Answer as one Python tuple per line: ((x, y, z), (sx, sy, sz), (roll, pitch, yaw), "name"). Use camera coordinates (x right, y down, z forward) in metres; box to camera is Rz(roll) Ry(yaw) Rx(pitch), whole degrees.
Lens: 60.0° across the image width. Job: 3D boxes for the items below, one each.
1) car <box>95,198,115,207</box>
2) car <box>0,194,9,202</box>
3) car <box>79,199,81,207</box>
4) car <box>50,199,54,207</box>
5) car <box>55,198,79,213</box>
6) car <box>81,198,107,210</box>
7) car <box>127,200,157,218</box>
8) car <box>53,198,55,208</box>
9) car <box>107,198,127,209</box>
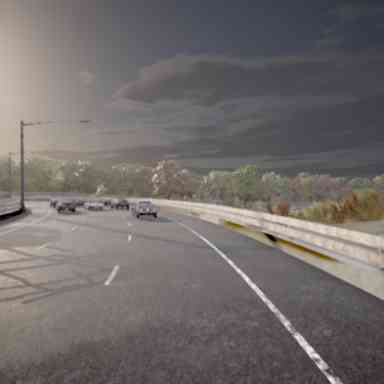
((-14.368, 1.677, 54.510), (1.895, 1.301, 4.718), (0, 0, -31), "car")
((-47.390, 1.519, 82.819), (5.566, 2.045, 2.150), (0, 0, 37), "car")
((-17.449, 1.699, 52.848), (1.895, 1.301, 4.718), (0, 0, -31), "car")
((-20.525, 1.598, 51.175), (1.882, 1.535, 5.008), (0, 0, -31), "car")
((-14.419, 1.589, 38.161), (1.837, 1.490, 4.892), (0, 0, -23), "car")
((-13.005, 1.672, 43.916), (1.895, 1.301, 4.718), (0, 0, -26), "car")
((-4.404, 1.565, 30.269), (2.033, 1.411, 5.357), (0, 0, -16), "car")
((-16.483, 1.697, 43.097), (1.895, 1.301, 4.718), (0, 0, -26), "car")
((-9.859, 1.553, 45.434), (1.837, 1.490, 4.892), (0, 0, -26), "car")
